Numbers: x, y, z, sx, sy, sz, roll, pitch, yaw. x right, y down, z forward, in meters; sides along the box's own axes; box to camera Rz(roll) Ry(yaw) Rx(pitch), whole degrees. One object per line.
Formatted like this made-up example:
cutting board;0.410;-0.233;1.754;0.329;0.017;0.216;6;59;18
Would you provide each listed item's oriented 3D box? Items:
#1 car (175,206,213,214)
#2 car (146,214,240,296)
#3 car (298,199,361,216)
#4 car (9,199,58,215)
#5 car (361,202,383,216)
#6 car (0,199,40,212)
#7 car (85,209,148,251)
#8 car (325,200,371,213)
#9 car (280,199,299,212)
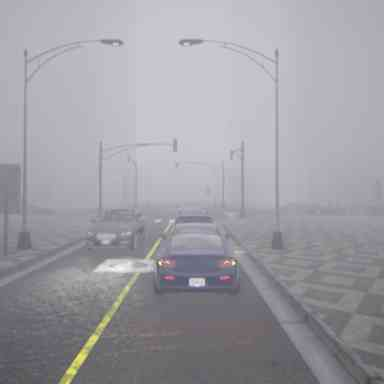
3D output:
car;0.096;1.458;17.850;1.882;1.535;5.008;0;0;0
car;0.101;1.516;8.511;1.812;1.442;4.674;0;0;0
car;12.326;1.503;29.975;4.403;1.369;2.008;0;-1;0
car;-14.595;1.397;29.881;4.829;1.417;1.752;0;-1;0
car;17.996;1.539;29.995;4.313;1.339;1.947;0;-1;0
car;-20.166;1.528;38.385;4.403;1.369;2.008;0;-1;0
car;-3.002;1.478;14.040;2.128;1.511;4.902;0;0;0
car;17.995;1.642;38.519;4.403;1.369;2.008;0;-1;0
car;12.326;1.511;38.501;4.097;1.590;1.967;0;-1;0
